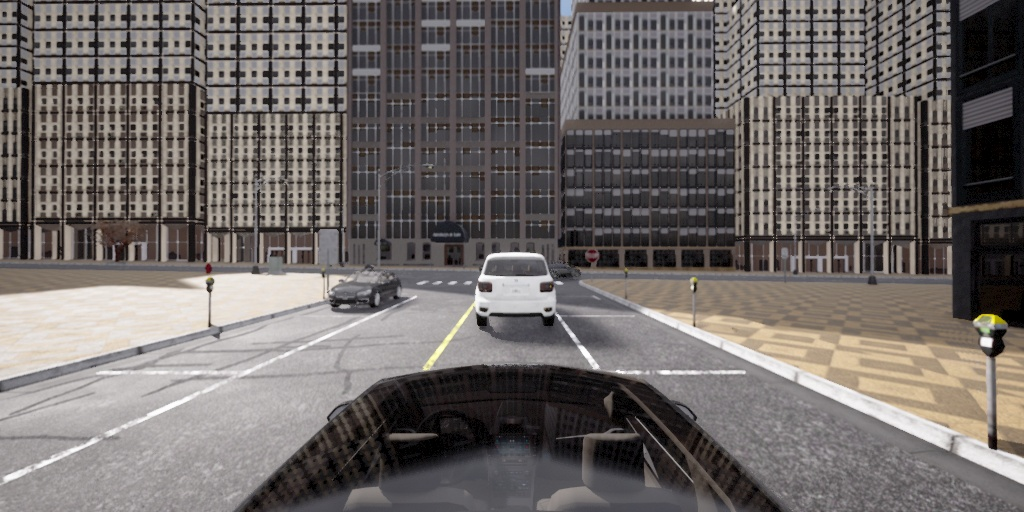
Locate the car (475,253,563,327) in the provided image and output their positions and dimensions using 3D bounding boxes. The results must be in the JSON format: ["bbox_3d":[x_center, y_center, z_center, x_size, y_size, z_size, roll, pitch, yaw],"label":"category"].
[{"bbox_3d":[0.087,0.923,11.521,2.150,2.045,5.566,0,0,0],"label":"car"}]

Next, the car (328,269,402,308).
[{"bbox_3d":[-5.839,1.235,14.701,2.007,1.370,4.403,0,0,0],"label":"car"}]

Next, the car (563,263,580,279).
[{"bbox_3d":[3.608,1.184,28.795,4.181,1.385,1.994,0,0,-40],"label":"car"}]
